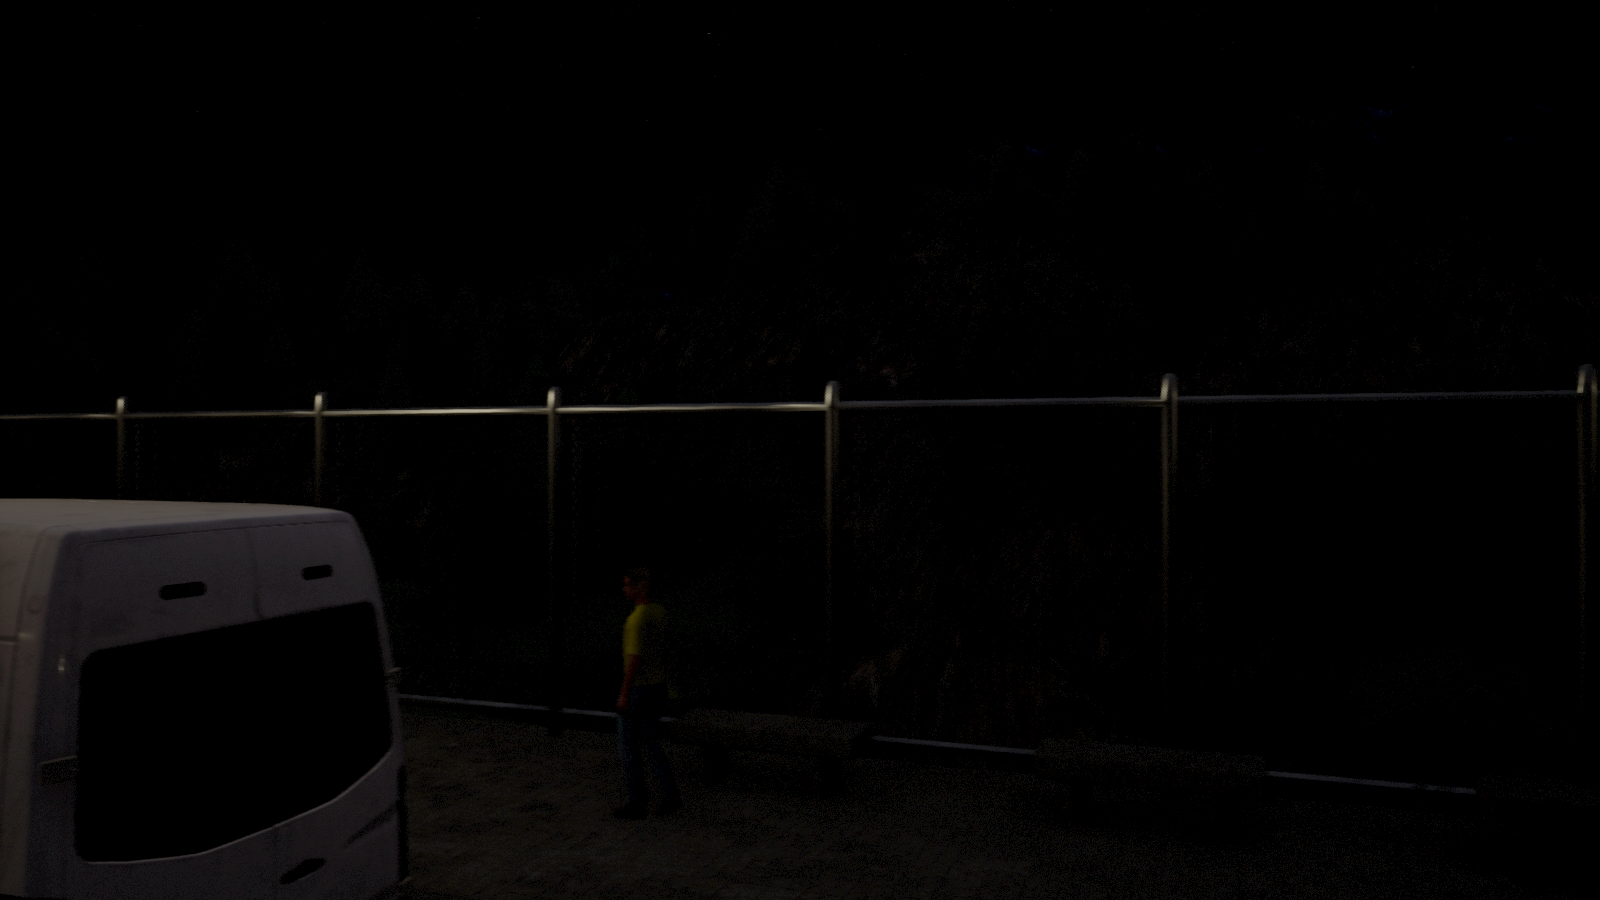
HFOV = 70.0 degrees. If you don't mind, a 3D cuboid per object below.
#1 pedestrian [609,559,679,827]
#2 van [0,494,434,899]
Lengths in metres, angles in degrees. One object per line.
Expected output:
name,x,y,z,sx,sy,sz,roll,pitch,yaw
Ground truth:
pedestrian,-1.139,1.746,8.354,0.375,1.860,0.375,0,0,20
van,-4.893,1.534,5.609,5.915,2.561,1.988,0,0,20
